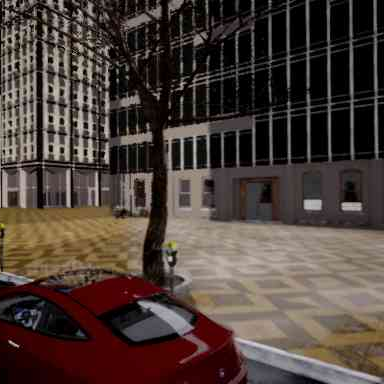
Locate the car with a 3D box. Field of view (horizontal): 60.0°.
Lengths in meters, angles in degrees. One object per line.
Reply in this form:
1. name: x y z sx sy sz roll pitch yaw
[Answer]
1. car: -1.415 1.585 3.891 4.206 1.307 1.802 0 -1 36
